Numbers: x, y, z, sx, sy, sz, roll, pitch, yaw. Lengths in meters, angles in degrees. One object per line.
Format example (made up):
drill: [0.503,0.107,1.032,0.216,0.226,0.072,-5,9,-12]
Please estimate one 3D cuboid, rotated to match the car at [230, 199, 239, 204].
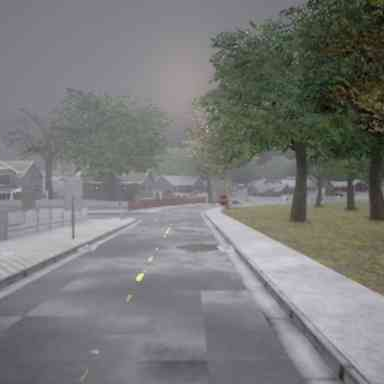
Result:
car: [10.449,2.556,86.352,2.033,1.411,5.357,1,0,31]
